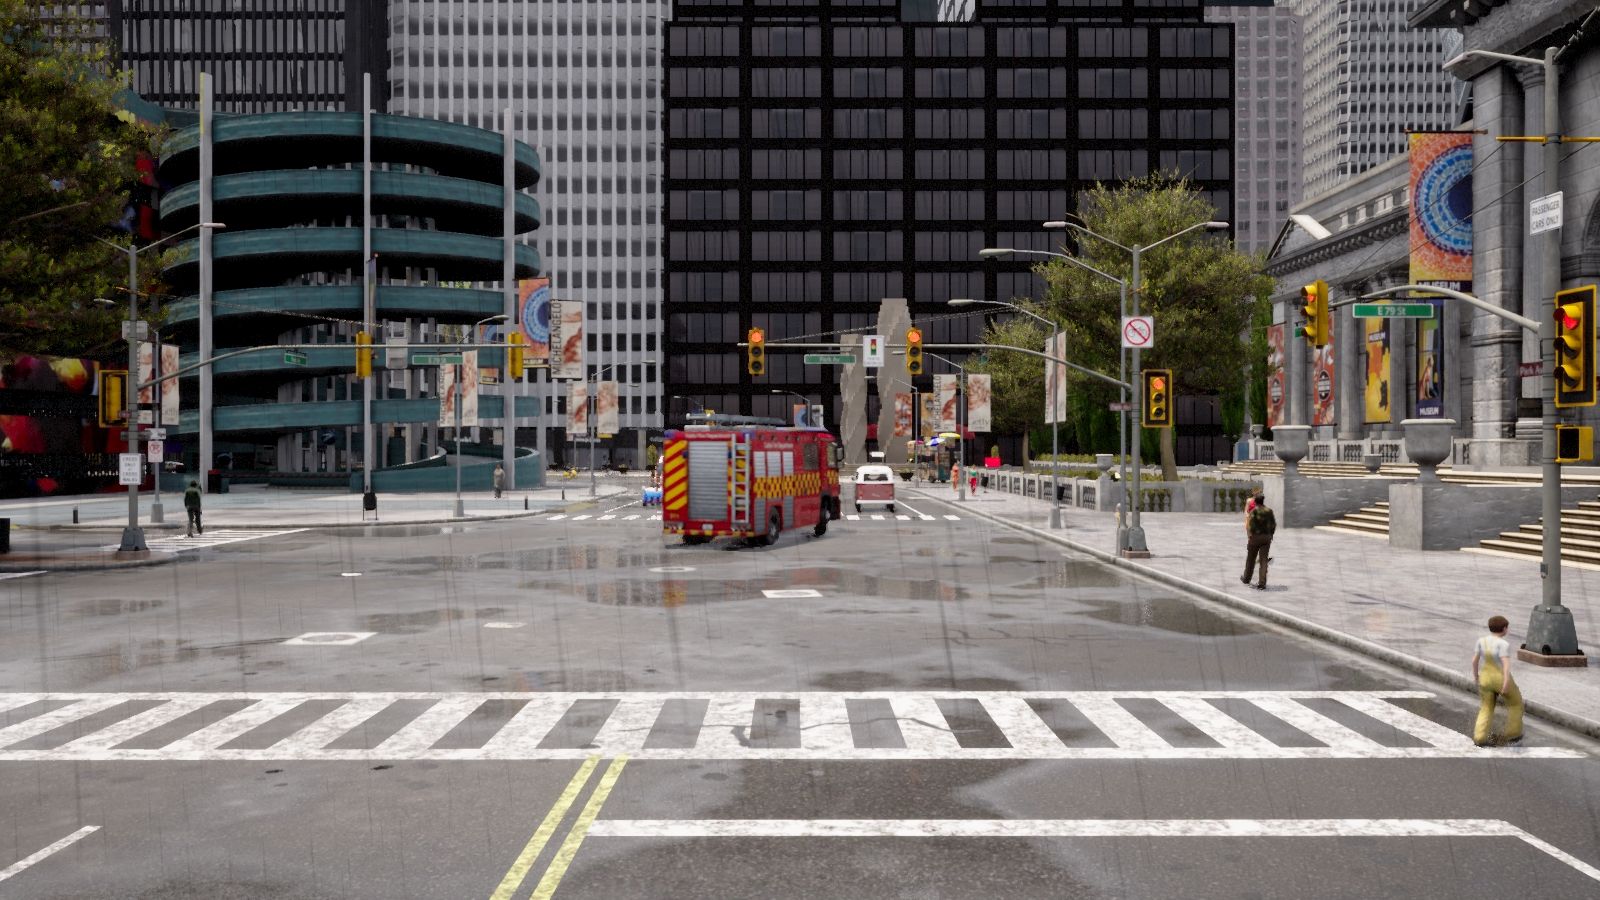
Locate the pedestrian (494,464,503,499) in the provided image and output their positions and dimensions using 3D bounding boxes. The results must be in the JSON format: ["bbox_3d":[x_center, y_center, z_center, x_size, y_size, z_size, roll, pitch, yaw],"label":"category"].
[{"bbox_3d":[-16.179,1.673,61.300,0.375,1.860,0.375,0,0,-2],"label":"pedestrian"}]

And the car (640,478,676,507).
[{"bbox_3d":[-6.989,2.098,56.390,1.481,1.376,2.207,0,-1,0],"label":"car"}]

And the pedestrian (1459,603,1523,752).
[{"bbox_3d":[6.504,2.124,10.752,0.375,1.300,0.375,0,0,-28],"label":"pedestrian"}]

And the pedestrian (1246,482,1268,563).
[{"bbox_3d":[10.646,1.686,26.620,0.375,1.860,0.375,0,0,0],"label":"pedestrian"}]

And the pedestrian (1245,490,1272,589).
[{"bbox_3d":[8.685,1.687,21.645,0.375,1.860,0.375,0,0,1],"label":"pedestrian"}]

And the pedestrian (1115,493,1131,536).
[{"bbox_3d":[9.921,1.963,35.100,0.375,1.300,0.375,0,0,0],"label":"pedestrian"}]

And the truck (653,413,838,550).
[{"bbox_3d":[-1.446,0.876,36.325,2.891,3.827,8.468,0,0,19],"label":"truck"}]

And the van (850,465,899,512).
[{"bbox_3d":[3.437,1.762,53.276,2.069,2.038,4.480,0,0,1],"label":"van"}]

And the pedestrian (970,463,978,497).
[{"bbox_3d":[9.730,1.672,63.886,0.375,1.860,0.375,0,0,6],"label":"pedestrian"}]

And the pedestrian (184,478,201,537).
[{"bbox_3d":[-19.355,1.834,36.414,0.375,1.860,0.375,0,0,-7],"label":"pedestrian"}]

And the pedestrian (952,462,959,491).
[{"bbox_3d":[9.845,1.667,72.257,0.375,1.860,0.375,0,0,4],"label":"pedestrian"}]
